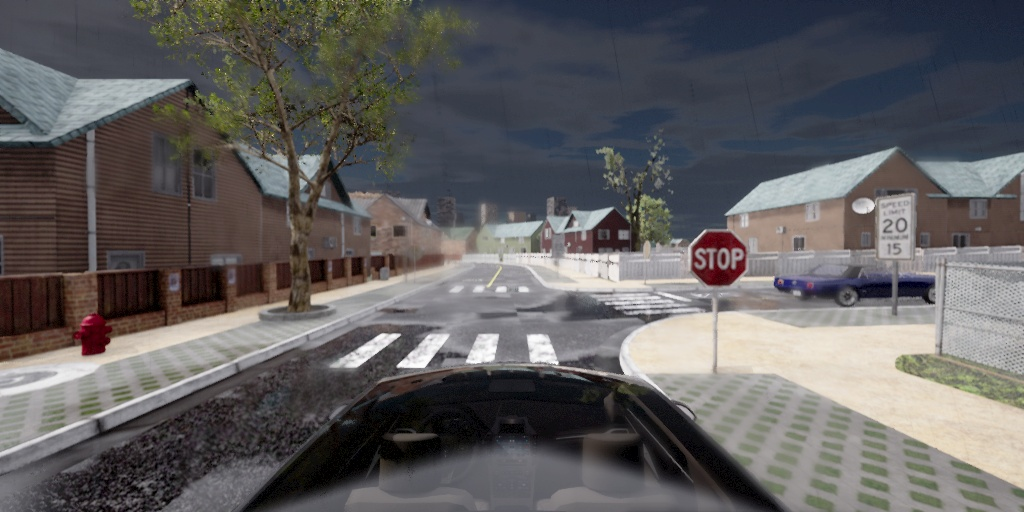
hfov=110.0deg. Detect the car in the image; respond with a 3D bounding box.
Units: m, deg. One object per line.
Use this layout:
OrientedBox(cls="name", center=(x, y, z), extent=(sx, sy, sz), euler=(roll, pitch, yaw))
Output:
OrientedBox(cls="car", center=(11.717, 0.901, 12.022), extent=(4.718, 1.301, 1.895), euler=(-1, 1, -2))
